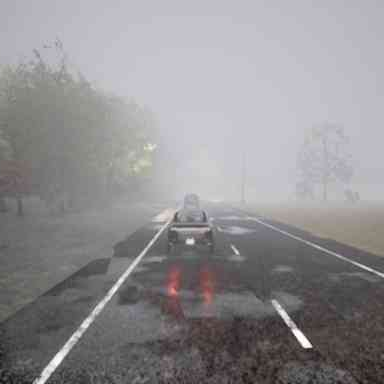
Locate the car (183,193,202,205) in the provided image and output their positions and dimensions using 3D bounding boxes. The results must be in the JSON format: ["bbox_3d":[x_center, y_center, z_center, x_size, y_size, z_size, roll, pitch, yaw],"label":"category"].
[{"bbox_3d":[-0.060,1.284,47.942,2.150,2.045,5.566,0,0,0],"label":"car"}]

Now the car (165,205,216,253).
[{"bbox_3d":[-0.061,1.515,13.891,2.128,1.511,4.902,0,0,0],"label":"car"}]
